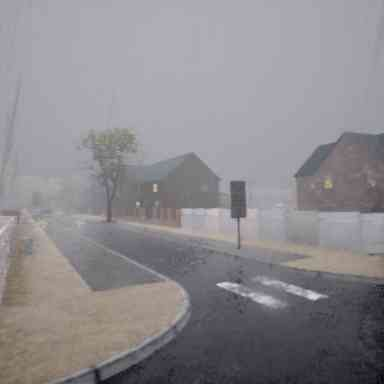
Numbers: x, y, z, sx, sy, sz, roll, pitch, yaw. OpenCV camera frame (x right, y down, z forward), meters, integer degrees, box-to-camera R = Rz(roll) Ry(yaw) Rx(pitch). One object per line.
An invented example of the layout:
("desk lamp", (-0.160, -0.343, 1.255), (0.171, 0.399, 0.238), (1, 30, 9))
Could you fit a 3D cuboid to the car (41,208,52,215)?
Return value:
("car", (-36.617, 4.901, 84.487), (1.882, 1.535, 5.008), (-1, -2, -27))
